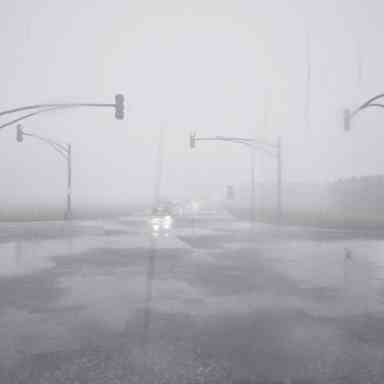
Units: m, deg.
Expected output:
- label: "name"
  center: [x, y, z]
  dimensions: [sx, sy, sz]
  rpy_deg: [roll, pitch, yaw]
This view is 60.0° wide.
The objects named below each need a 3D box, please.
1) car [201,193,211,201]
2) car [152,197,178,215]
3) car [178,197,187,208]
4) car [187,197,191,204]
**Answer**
- label: "car"
  center: [3.412, 1.191, 79.138]
  dimensions: [2.150, 2.045, 5.566]
  rpy_deg: [0, 0, 5]
- label: "car"
  center: [-2.909, 1.491, 33.869]
  dimensions: [2.128, 1.511, 4.902]
  rpy_deg: [0, 0, 2]
- label: "car"
  center: [-2.248, 1.519, 49.104]
  dimensions: [1.812, 1.442, 4.674]
  rpy_deg: [0, 0, 3]
- label: "car"
  center: [-1.366, 1.584, 63.214]
  dimensions: [1.895, 1.301, 4.718]
  rpy_deg: [0, 0, 4]
